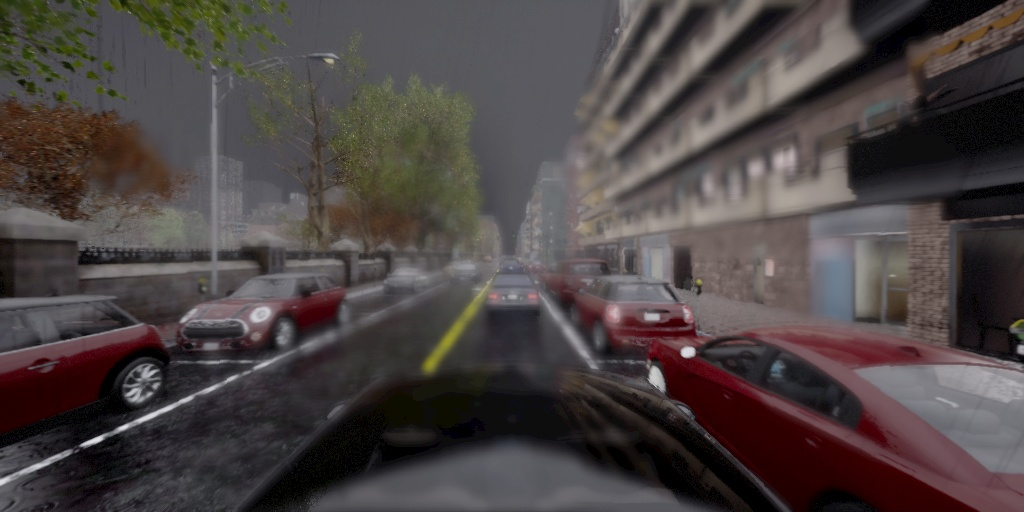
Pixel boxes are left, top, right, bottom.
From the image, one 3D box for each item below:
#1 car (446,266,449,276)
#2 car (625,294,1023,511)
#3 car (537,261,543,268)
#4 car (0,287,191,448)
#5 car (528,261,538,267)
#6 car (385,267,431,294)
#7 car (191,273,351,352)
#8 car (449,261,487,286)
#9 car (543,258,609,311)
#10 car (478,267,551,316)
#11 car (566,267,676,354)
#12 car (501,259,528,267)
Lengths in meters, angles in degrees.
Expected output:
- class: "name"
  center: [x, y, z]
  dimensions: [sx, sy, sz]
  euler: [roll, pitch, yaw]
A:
- class: "car"
  center: [-5.691, 1.290, 36.779]
  dimensions: [1.751, 1.417, 4.829]
  euler: [0, 0, 0]
- class: "car"
  center: [2.691, 1.296, 3.169]
  dimensions: [1.888, 1.381, 4.507]
  euler: [0, 0, 0]
- class: "car"
  center: [2.690, 1.195, 20.059]
  dimensions: [1.967, 1.591, 4.097]
  euler: [0, 0, 0]
- class: "car"
  center: [-5.690, 1.190, 3.168]
  dimensions: [1.967, 1.591, 4.097]
  euler: [0, 0, 0]
- class: "car"
  center: [2.690, 1.205, 36.949]
  dimensions: [1.967, 1.591, 4.097]
  euler: [0, 0, 0]
- class: "car"
  center: [-5.690, 1.306, 20.058]
  dimensions: [2.007, 1.370, 4.403]
  euler: [0, 0, 0]
- class: "car"
  center: [-5.690, 1.191, 8.797]
  dimensions: [1.967, 1.591, 4.097]
  euler: [0, 0, 0]
- class: "car"
  center: [-3.103, 1.283, 25.907]
  dimensions: [1.812, 1.442, 4.674]
  euler: [0, 0, 0]
- class: "car"
  center: [2.690, 1.068, 14.428]
  dimensions: [2.192, 1.841, 5.009]
  euler: [0, 0, 0]
- class: "car"
  center: [0.085, 1.301, 13.273]
  dimensions: [2.033, 1.411, 5.357]
  euler: [0, 0, 0]
- class: "car"
  center: [2.691, 1.192, 8.798]
  dimensions: [1.967, 1.591, 4.097]
  euler: [0, 0, 0]
- class: "car"
  center: [0.091, 1.114, 33.016]
  dimensions: [2.097, 1.767, 4.553]
  euler: [0, 0, 0]
